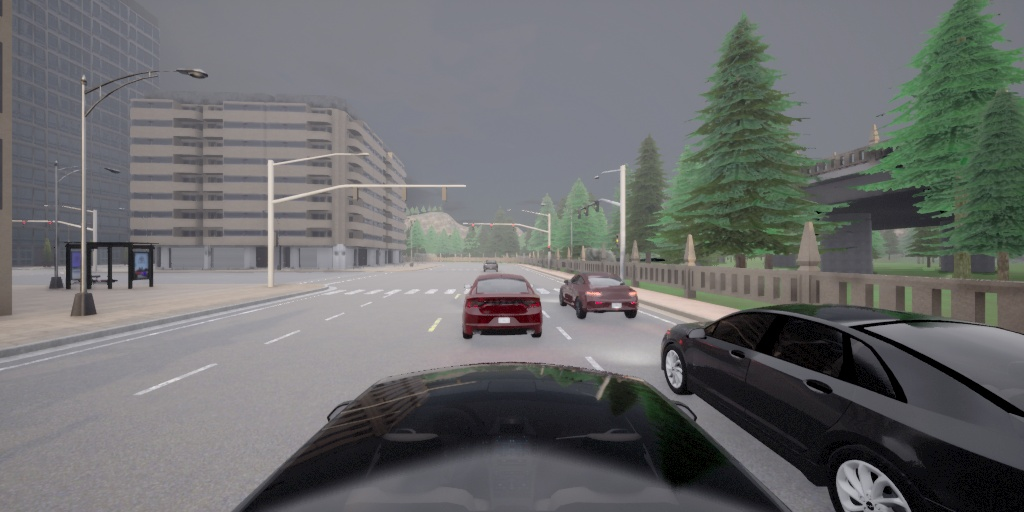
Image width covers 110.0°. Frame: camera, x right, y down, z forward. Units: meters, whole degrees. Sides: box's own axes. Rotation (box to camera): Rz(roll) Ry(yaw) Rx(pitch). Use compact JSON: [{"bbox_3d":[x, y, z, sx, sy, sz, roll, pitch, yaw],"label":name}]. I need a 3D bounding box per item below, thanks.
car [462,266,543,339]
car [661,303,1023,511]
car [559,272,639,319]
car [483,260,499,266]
[{"bbox_3d":[-0.340,1.228,10.161,1.882,1.535,5.008,0,0,-4],"label":"car"},{"bbox_3d":[3.258,1.255,3.746,1.837,1.490,4.892,0,0,0],"label":"car"},{"bbox_3d":[2.922,1.276,12.736,1.812,1.442,4.674,0,0,-3],"label":"car"},{"bbox_3d":[-2.716,1.242,45.914,2.128,1.511,4.902,0,0,-4],"label":"car"}]
